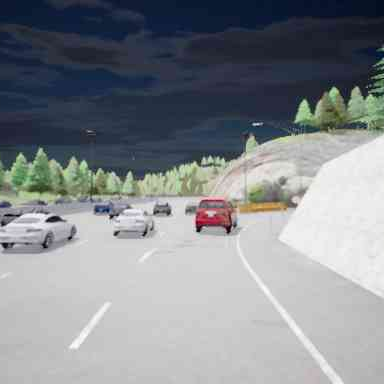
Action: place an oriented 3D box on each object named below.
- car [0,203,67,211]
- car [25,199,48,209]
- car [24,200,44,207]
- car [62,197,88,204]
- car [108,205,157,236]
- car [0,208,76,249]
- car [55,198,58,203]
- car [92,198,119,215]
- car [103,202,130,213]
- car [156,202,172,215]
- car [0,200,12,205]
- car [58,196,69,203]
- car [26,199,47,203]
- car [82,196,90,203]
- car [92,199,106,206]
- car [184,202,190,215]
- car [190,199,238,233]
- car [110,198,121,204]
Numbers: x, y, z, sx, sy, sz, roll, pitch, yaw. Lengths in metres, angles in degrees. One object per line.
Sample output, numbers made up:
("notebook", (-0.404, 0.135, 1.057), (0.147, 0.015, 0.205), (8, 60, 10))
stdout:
("car", (-10.394, 1.719, 21.818), (2.128, 1.511, 4.902), (0, -1, 0))
("car", (-27.991, 2.123, 60.145), (1.837, 1.490, 4.892), (0, 0, 0))
("car", (-31.482, 2.282, 66.430), (1.895, 1.301, 4.718), (0, -1, 0))
("car", (-21.017, 2.114, 59.909), (2.128, 1.511, 4.902), (0, -1, 1))
("car", (-3.394, 1.732, 19.848), (1.812, 1.442, 4.674), (0, 0, 0))
("car", (-6.895, 1.685, 15.276), (1.812, 1.442, 4.674), (0, -1, 0))
("car", (-31.479, 2.068, 81.466), (2.150, 2.045, 5.566), (0, -1, 0))
("car", (-10.389, 1.896, 40.351), (1.882, 1.535, 5.008), (0, 0, 0))
("car", (-6.891, 1.892, 33.224), (2.033, 1.411, 5.357), (0, -1, 0))
("car", (-3.388, 1.895, 38.789), (2.128, 1.511, 4.902), (0, 0, 0))
("car", (-31.488, 2.092, 54.777), (1.812, 1.442, 4.674), (0, -1, 0))
("car", (-27.980, 2.279, 75.345), (1.837, 1.490, 4.892), (0, -1, 0))
("car", (-21.069, 1.964, 44.443), (1.837, 1.490, 4.892), (0, 0, 0))
("car", (-27.976, 2.461, 91.089), (1.812, 1.442, 4.674), (0, -1, 0))
("car", (-20.980, 2.375, 75.415), (1.895, 1.301, 4.718), (0, -1, 0))
("car", (0.111, 1.939, 39.894), (1.812, 1.442, 4.674), (0, 0, 0))
("car", (1.696, 1.450, 21.783), (2.150, 2.045, 5.566), (0, 0, 13))
("car", (-20.976, 2.435, 91.112), (1.837, 1.490, 4.892), (0, -1, 0))
